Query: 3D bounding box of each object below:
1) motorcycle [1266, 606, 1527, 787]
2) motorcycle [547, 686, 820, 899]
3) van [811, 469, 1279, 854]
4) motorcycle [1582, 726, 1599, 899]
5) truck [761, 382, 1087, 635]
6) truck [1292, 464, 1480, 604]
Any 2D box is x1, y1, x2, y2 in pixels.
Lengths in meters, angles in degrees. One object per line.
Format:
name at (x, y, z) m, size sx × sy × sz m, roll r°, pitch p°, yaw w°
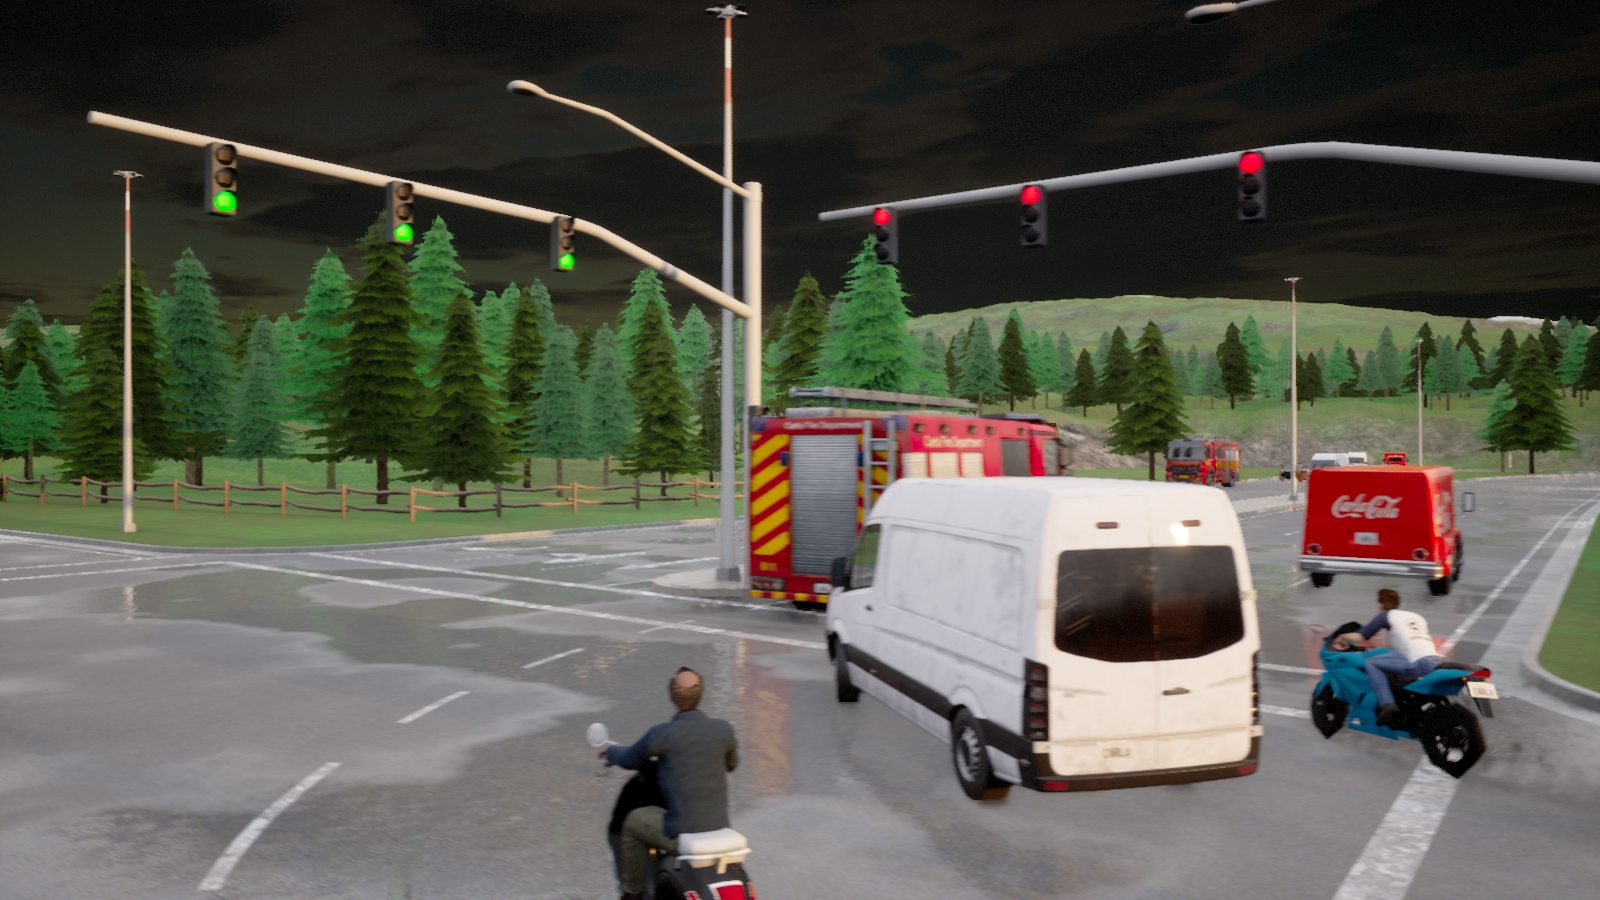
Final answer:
motorcycle at (5.354, 2.182, 10.431) m, size 0.803 × 1.199 × 2.033 m, roll 7°, pitch -3°, yaw -18°
motorcycle at (-0.708, 2.141, 6.257) m, size 0.856 × 1.316 × 1.805 m, roll 2°, pitch -1°, yaw -27°
van at (1.852, 1.533, 11.119) m, size 1.988 × 2.561 × 5.915 m, roll 0°, pitch 0°, yaw -15°
motorcycle at (4.724, 2.140, 5.242) m, size 1.805 × 1.316 × 0.856 m, roll 0°, pitch 0°, yaw 40°
truck at (2.763, 0.886, 21.633) m, size 2.891 × 3.827 × 8.468 m, roll 0°, pitch 0°, yaw 30°
truck at (12.250, 1.562, 23.685) m, size 2.627 × 2.467 × 5.204 m, roll 0°, pitch 0°, yaw 37°
